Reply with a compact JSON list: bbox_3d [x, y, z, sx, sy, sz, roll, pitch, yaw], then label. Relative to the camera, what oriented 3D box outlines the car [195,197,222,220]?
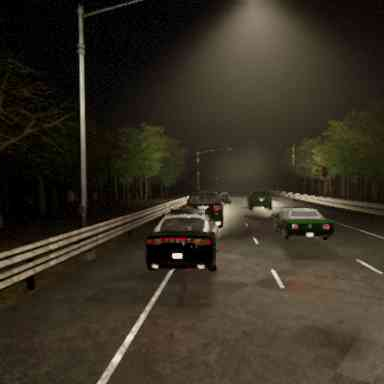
[{"bbox_3d":[1.424,1.200,26.497,1.882,1.535,5.008,0,1,6],"label":"car"}]

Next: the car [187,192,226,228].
[{"bbox_3d":[0.845,1.012,20.552,2.150,2.045,5.566,0,1,6],"label":"car"}]

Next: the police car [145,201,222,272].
[{"bbox_3d":[-0.114,1.325,10.681,1.930,1.638,5.238,0,1,6],"label":"police car"}]

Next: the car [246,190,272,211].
[{"bbox_3d":[6.822,0.819,33.971,2.150,2.045,5.566,0,1,6],"label":"car"}]

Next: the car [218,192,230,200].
[{"bbox_3d":[6.255,0.773,64.684,2.128,1.511,4.902,0,1,6],"label":"car"}]

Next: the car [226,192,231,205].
[{"bbox_3d":[4.425,1.041,45.937,2.033,1.411,5.357,0,1,6],"label":"car"}]

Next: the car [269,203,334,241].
[{"bbox_3d":[4.991,1.405,15.593,1.895,1.301,4.718,0,1,6],"label":"car"}]
